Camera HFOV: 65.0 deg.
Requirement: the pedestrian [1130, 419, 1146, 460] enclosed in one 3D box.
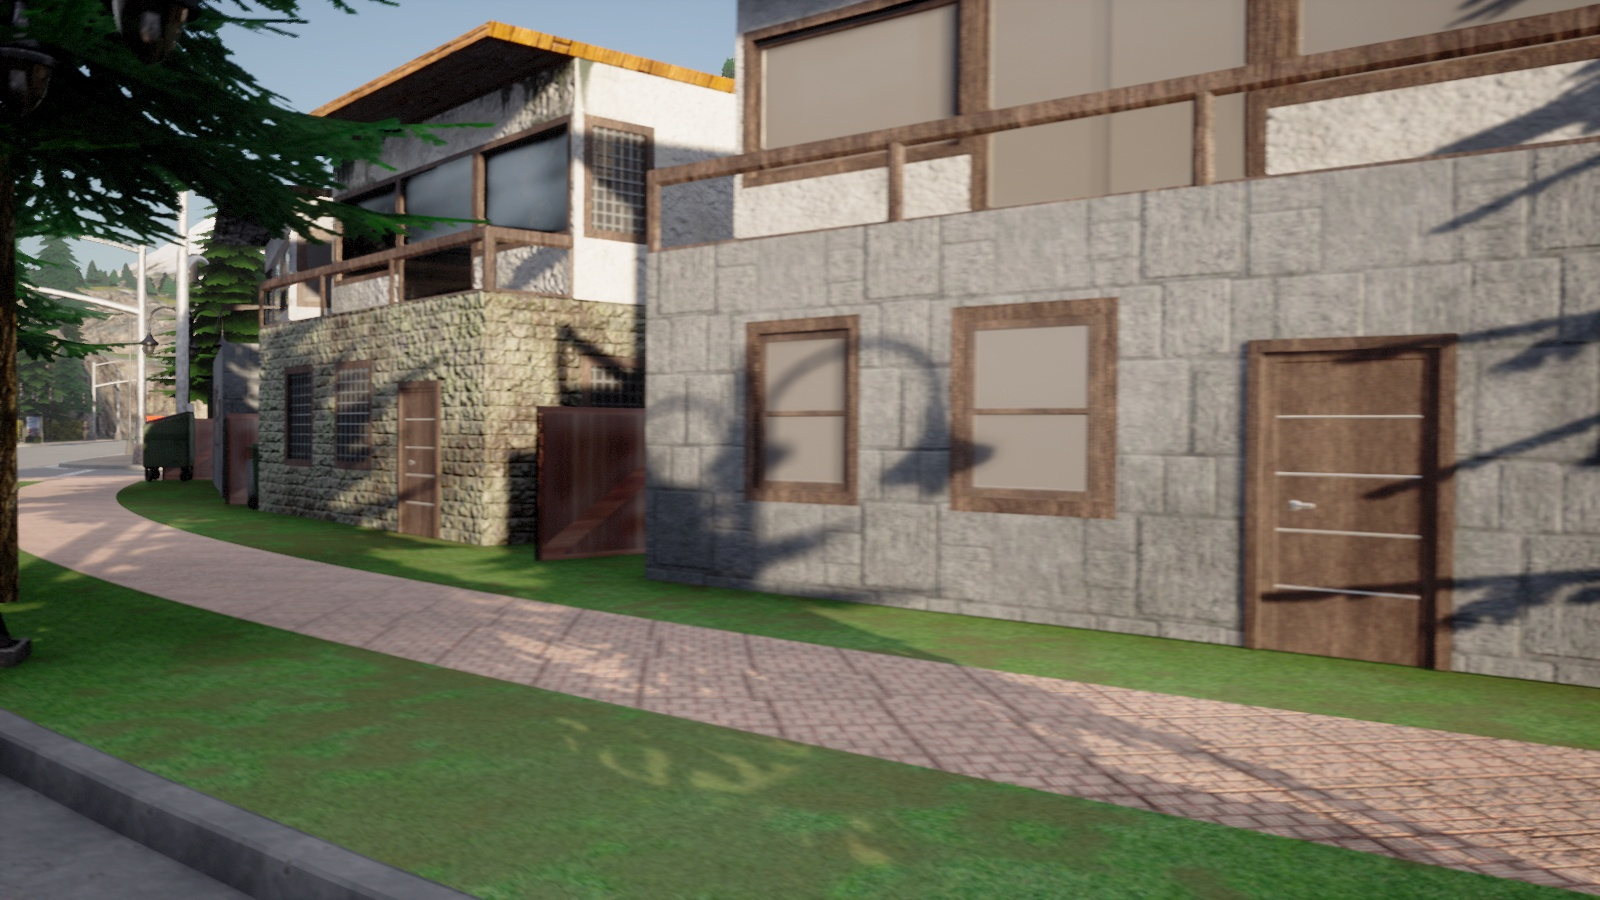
[{"bbox_3d":[15.458,-0.495,57.461,0.634,1.846,0.331,-1,1,-15],"label":"pedestrian"}]
